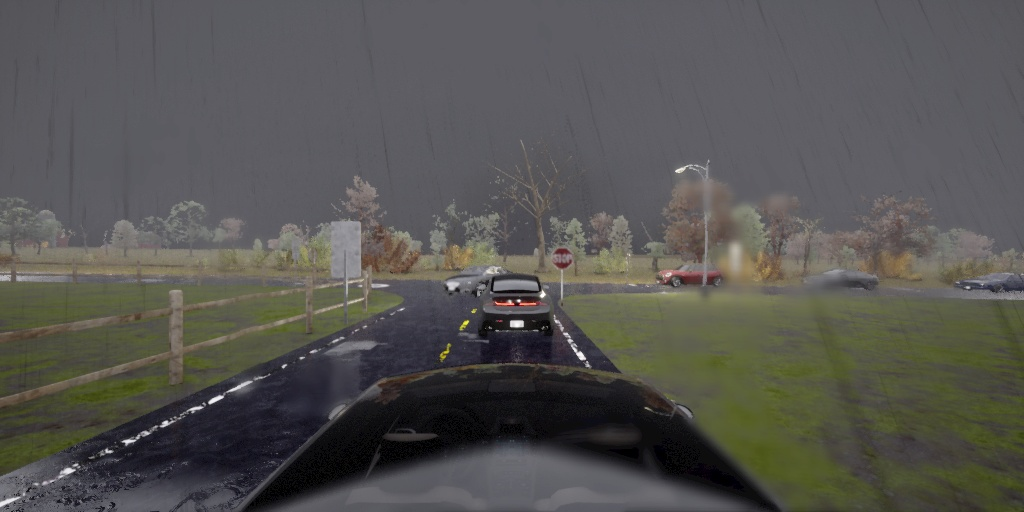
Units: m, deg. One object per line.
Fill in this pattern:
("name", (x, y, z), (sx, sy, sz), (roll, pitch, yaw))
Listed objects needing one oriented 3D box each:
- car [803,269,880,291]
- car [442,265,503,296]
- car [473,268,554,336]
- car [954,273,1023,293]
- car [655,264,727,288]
("car", (23.795, 1.699, 25.942), (4.674, 1.442, 1.812), (1, 1, 0))
("car", (-1.609, 1.236, 18.721), (2.128, 1.511, 4.902), (0, 0, 29))
("car", (0.064, 1.252, 10.331), (1.837, 1.490, 4.892), (0, 0, -1))
("car", (35.604, 1.928, 25.914), (5.357, 1.411, 2.033), (1, 1, 0))
("car", (12.811, 1.330, 25.919), (4.553, 1.767, 2.097), (1, 1, -1))
